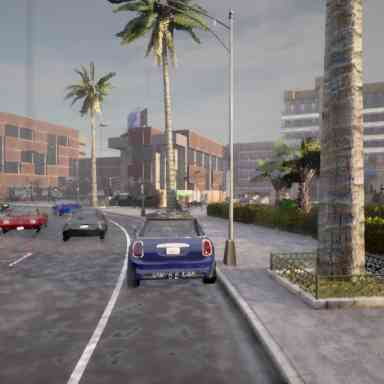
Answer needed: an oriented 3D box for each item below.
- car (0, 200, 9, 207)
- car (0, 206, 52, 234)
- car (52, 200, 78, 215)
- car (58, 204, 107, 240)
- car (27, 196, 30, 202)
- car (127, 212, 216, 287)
[{"bbox_3d":[-23.730,1.582,39.616,4.718,1.301,1.895,0,0,39],"label":"car"},{"bbox_3d":[-9.596,1.594,19.428,1.895,1.301,4.718,0,0,-18],"label":"car"},{"bbox_3d":[-12.138,1.468,31.944,1.882,1.535,5.008,0,0,-33],"label":"car"},{"bbox_3d":[-5.427,1.561,17.170,1.994,1.385,4.181,0,0,-14],"label":"car"},{"bbox_3d":[-36.889,1.225,70.776,4.553,1.767,2.185,0,0,22],"label":"car"},{"bbox_3d":[-0.703,1.352,9.627,2.097,1.767,4.553,0,0,-7],"label":"car"}]
